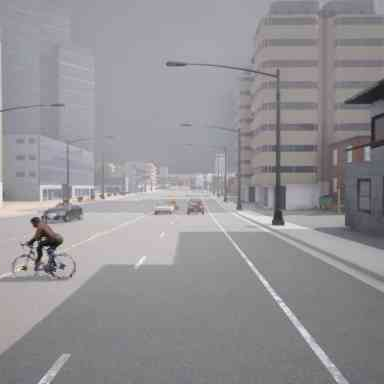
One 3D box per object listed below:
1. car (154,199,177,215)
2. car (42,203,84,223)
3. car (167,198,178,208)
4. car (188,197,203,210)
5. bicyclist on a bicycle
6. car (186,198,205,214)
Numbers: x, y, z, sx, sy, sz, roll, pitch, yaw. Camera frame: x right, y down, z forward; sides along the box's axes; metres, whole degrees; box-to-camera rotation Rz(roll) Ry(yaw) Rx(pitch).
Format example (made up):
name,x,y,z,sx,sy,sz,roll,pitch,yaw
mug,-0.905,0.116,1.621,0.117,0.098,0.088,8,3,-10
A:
name,x,y,z,sx,sy,sz,roll,pitch,yaw
car,-3.083,1.819,37.590,1.895,1.301,4.718,0,0,1
car,-10.338,1.663,26.990,2.128,1.511,4.902,0,-1,1
car,-3.015,1.613,47.646,1.882,1.535,5.008,0,1,1
car,0.494,1.620,48.151,2.128,1.511,4.902,0,1,1
bicyclist on a bicycle,-3.806,1.465,8.497,1.656,1.620,0.582,-2,0,1
car,0.428,1.743,37.936,1.812,1.442,4.674,0,0,1
